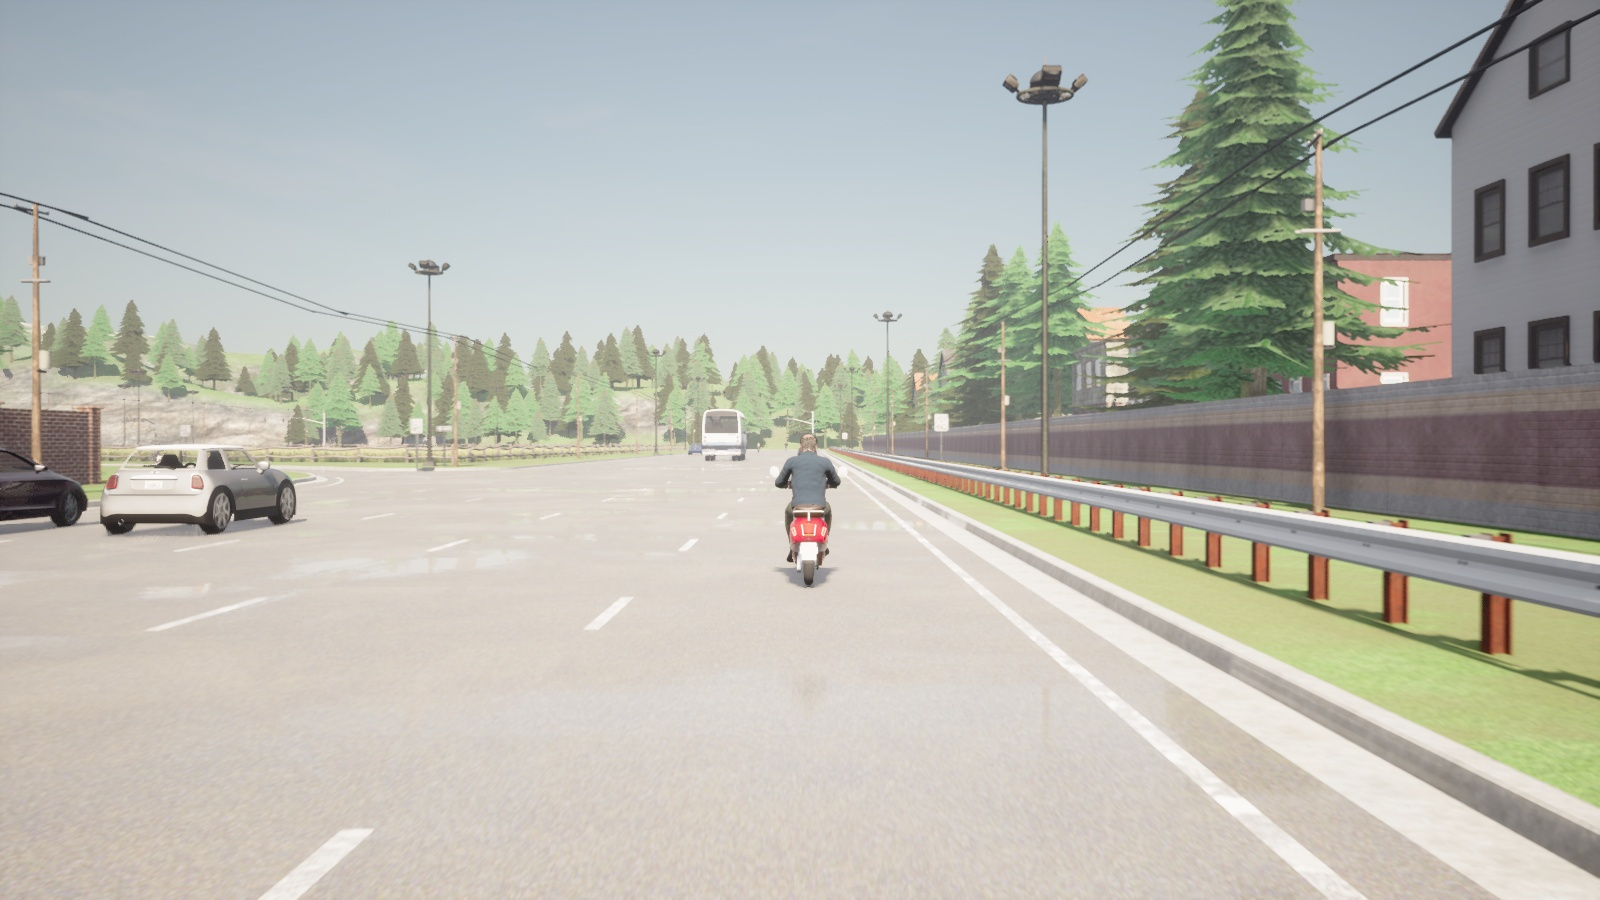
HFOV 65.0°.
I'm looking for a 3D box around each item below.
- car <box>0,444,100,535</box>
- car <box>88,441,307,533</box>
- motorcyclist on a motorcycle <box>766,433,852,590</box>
[{"bbox_3d":[-13.864,0.630,21.135,1.816,1.474,4.193,0,0,0],"label":"car"},{"bbox_3d":[-10.359,0.580,21.936,1.970,1.475,3.806,0,0,0],"label":"car"},{"bbox_3d":[0.093,0.623,13.636,0.866,1.590,1.817,0,0,0],"label":"motorcyclist on a motorcycle"}]
